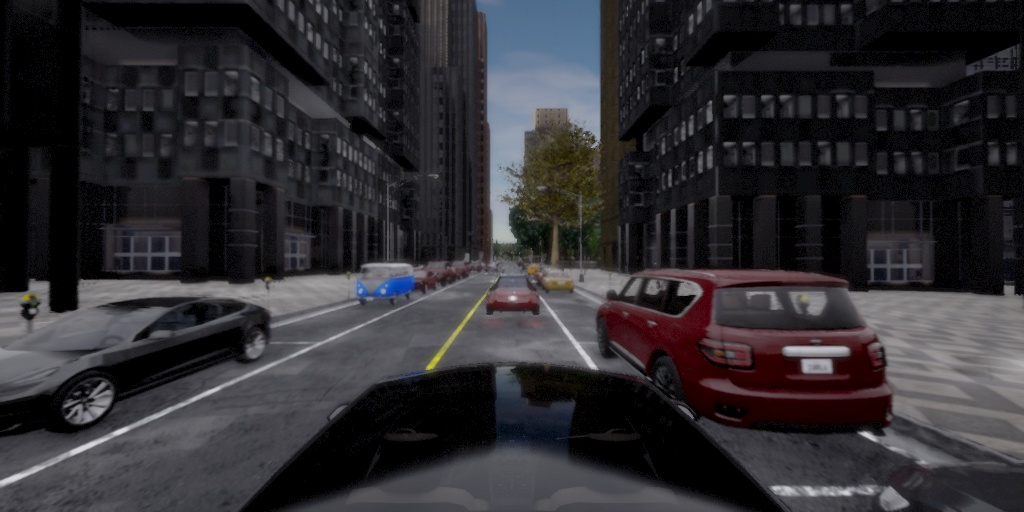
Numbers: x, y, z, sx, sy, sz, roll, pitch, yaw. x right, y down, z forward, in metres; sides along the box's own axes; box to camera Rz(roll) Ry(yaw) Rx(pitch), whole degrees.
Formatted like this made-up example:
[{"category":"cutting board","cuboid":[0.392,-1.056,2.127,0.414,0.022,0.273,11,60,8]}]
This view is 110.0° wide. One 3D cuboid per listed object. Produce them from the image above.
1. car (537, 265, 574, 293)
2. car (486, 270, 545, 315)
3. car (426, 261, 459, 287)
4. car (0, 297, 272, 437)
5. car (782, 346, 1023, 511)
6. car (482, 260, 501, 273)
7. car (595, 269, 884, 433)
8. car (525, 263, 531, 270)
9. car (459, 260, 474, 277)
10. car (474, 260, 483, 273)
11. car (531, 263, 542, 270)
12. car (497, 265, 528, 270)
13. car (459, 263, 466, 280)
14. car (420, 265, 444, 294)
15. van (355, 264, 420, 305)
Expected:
[{"category":"car","cuboid":[2.755,1.475,22.334,1.751,1.417,4.829,0,0,0]},{"category":"car","cuboid":[0.044,1.438,14.326,1.994,1.385,4.181,0,0,0]},{"category":"car","cuboid":[-5.772,1.318,27.669,2.192,1.841,5.009,0,0,0]},{"category":"car","cuboid":[-5.764,1.354,5.619,1.948,1.339,4.313,0,0,0]},{"category":"car","cuboid":[2.764,1.285,0.113,2.007,1.370,4.403,0,0,0]},{"category":"car","cuboid":[-3.099,1.799,54.935,1.812,1.442,4.674,0,-1,0]},{"category":"car","cuboid":[2.762,1.103,5.625,2.192,1.841,5.009,0,0,0]},{"category":"car","cuboid":[2.985,1.653,45.006,1.882,1.535,5.008,0,-1,0]},{"category":"car","cuboid":[-5.776,1.427,38.693,2.192,1.841,5.009,0,0,0]},{"category":"car","cuboid":[-5.782,1.591,55.230,2.192,1.841,5.009,0,0,0]},{"category":"car","cuboid":[2.753,1.444,27.677,1.967,1.591,4.097,0,0,0]},{"category":"car","cuboid":[0.032,1.614,28.615,1.895,1.301,4.718,0,-1,0]},{"category":"car","cuboid":[-5.774,1.603,33.181,1.888,1.381,4.507,0,0,0]},{"category":"car","cuboid":[-5.770,1.495,22.156,1.888,1.381,4.507,0,0,0]},{"category":"van","cuboid":[-5.768,1.236,16.644,1.690,1.789,3.998,0,0,0]}]
